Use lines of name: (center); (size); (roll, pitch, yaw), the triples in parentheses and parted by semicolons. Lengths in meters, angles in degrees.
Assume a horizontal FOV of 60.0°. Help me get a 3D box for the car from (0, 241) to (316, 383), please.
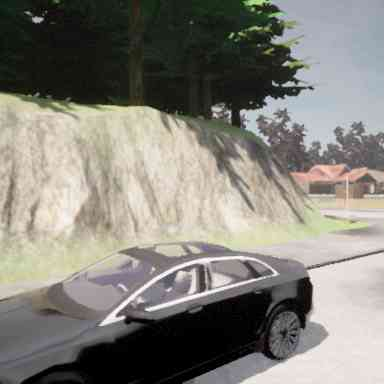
car: (-0.440, 1.475, 4.288); (4.902, 1.511, 2.128); (-1, 0, -36)
